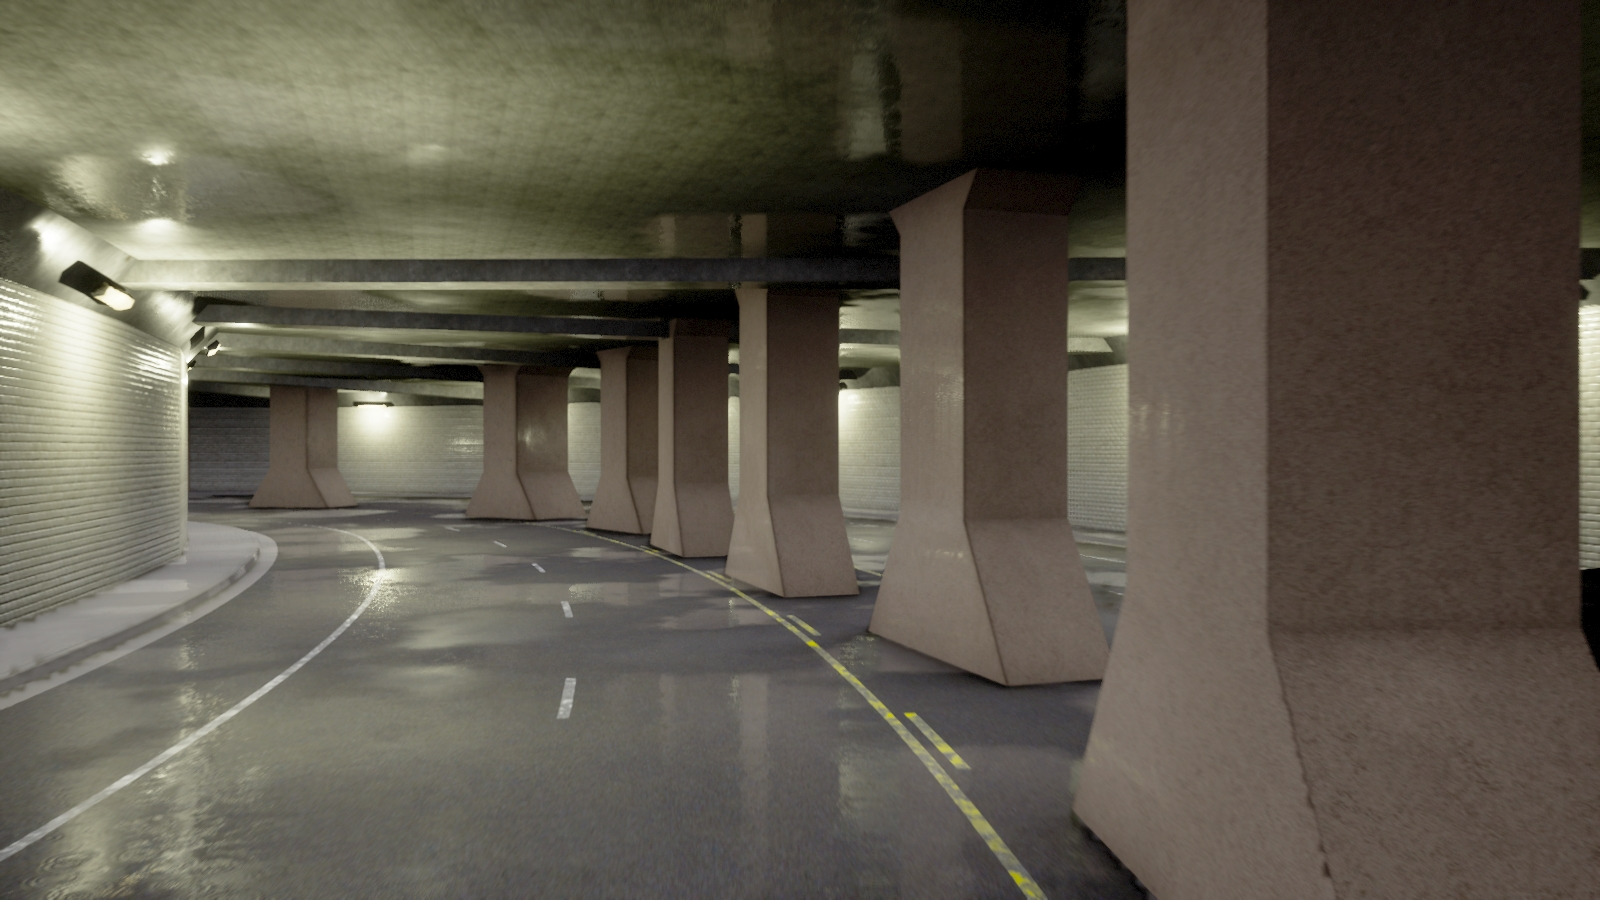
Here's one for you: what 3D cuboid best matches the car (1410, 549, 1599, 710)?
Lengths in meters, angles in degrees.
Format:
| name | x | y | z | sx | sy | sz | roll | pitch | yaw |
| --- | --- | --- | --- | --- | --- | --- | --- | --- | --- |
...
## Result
| name | x | y | z | sx | sy | sz | roll | pitch | yaw |
| --- | --- | --- | --- | --- | --- | --- | --- | --- | --- |
| car | 9.525 | 2.080 | 13.234 | 2.002 | 1.442 | 4.674 | 0 | 0 | -7 |
